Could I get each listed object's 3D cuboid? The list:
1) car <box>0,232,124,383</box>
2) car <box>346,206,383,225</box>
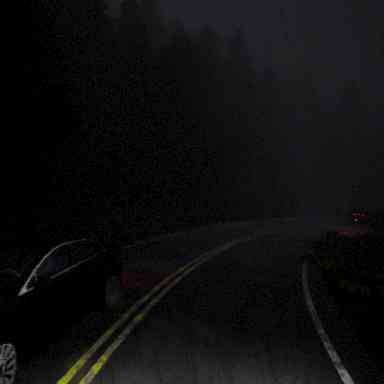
[{"bbox_3d":[-2.589,1.440,4.973,2.128,1.511,4.902,1,0,9],"label":"car"},{"bbox_3d":[13.662,1.884,25.218,4.902,1.511,2.128,3,3,-37],"label":"car"}]
